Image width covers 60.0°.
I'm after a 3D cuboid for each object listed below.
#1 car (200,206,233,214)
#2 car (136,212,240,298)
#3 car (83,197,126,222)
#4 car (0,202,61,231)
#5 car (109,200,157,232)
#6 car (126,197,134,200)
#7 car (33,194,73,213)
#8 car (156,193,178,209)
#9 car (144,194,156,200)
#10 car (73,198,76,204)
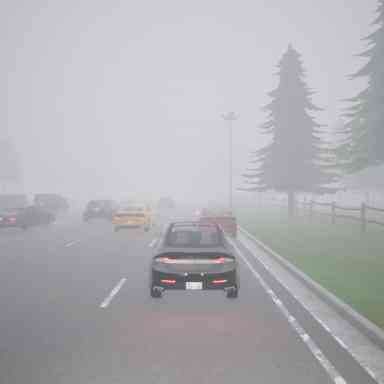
[{"bbox_3d":[1.238,1.477,17.810,1.882,1.535,5.008,0,0,0],"label":"car"},{"bbox_3d":[0.058,1.491,8.469,2.128,1.511,4.902,0,0,0],"label":"car"},{"bbox_3d":[-6.880,1.351,26.130,2.097,1.767,4.553,0,0,0],"label":"car"},{"bbox_3d":[-10.386,1.547,20.619,2.033,1.411,5.357,0,0,0],"label":"car"},{"bbox_3d":[-3.386,1.477,20.303,1.882,1.535,5.008,0,0,0],"label":"car"},{"bbox_3d":[-10.362,1.563,53.602,1.994,1.385,4.181,0,0,0],"label":"car"},{"bbox_3d":[-14.224,1.220,33.696,2.150,2.045,5.566,0,0,-4],"label":"car"},{"bbox_3d":[-3.366,1.351,45.779,2.097,1.767,4.553,0,0,0],"label":"car"},{"bbox_3d":[-6.872,1.524,54.256,1.812,1.442,4.674,0,0,0],"label":"car"},{"bbox_3d":[-22.616,1.599,60.857,1.895,1.301,4.718,0,0,-29],"label":"car"}]
